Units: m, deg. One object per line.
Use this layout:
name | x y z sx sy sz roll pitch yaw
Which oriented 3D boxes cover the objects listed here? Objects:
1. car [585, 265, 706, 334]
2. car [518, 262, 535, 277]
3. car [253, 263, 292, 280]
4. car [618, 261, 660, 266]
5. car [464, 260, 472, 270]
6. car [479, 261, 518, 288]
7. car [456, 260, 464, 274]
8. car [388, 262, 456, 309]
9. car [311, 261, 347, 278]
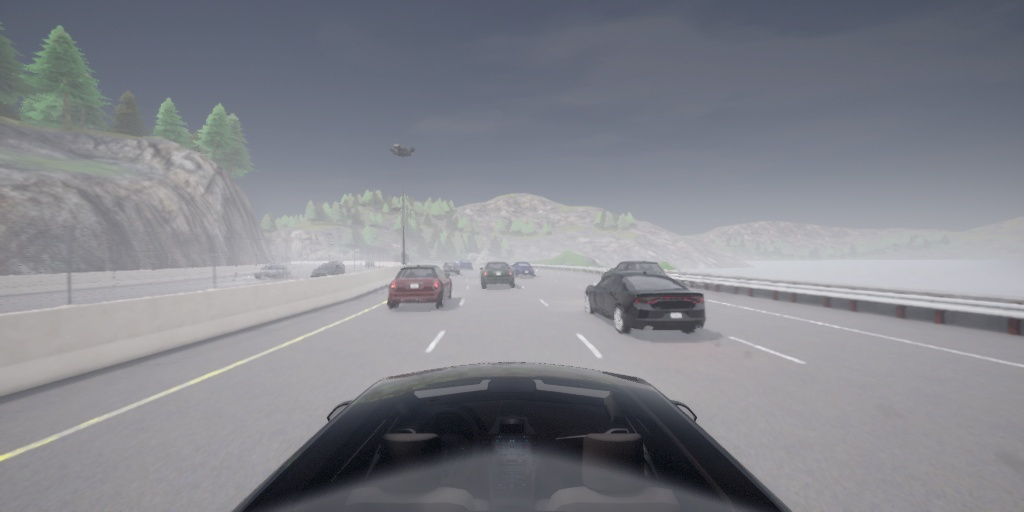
car | 3.551 1.187 10.520 1.882 1.535 5.008 0 0 -3
car | 0.914 1.284 35.235 1.812 1.442 4.674 0 0 -11
car | -24.651 1.695 37.024 1.895 1.301 4.718 -1 0 -11
car | 6.442 1.028 19.134 2.097 1.767 4.553 -1 0 -5
car | -7.531 1.360 56.159 1.882 1.535 5.008 0 0 -17
car | -1.114 1.130 24.404 2.097 1.767 4.553 -1 0 -7
car | -7.262 1.417 42.289 2.033 1.411 5.357 -1 0 -14
car | -3.822 1.160 15.582 2.097 1.767 4.553 -1 0 -4
car | -16.794 1.493 32.998 1.837 1.490 4.892 -1 0 -10
